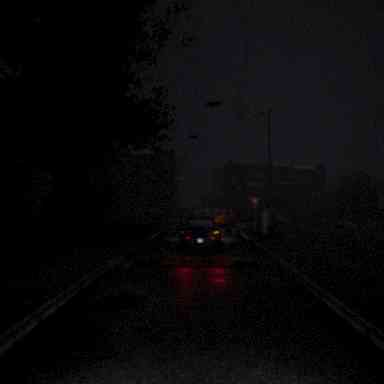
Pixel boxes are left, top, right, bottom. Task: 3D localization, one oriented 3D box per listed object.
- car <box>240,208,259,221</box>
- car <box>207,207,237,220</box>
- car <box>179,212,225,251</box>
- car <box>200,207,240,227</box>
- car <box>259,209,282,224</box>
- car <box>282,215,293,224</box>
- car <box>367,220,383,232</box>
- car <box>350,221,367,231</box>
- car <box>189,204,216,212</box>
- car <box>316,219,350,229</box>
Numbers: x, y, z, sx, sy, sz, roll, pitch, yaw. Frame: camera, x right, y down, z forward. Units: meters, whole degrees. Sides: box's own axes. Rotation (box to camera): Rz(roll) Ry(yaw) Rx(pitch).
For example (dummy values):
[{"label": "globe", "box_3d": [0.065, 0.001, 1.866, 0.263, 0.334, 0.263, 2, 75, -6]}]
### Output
[{"label": "car", "box_3d": [7.522, 3.425, 50.979, 2.185, 1.767, 4.553, 6, -4, -31]}, {"label": "car", "box_3d": [4.552, 3.170, 50.464, 2.185, 1.767, 4.553, 5, -4, -31]}, {"label": "car", "box_3d": [0.402, 1.849, 15.661, 1.812, 1.442, 4.674, 0, -2, 2]}, {"label": "car", "box_3d": [2.720, 2.410, 31.111, 1.882, 1.535, 5.008, -1, -3, 21]}, {"label": "car", "box_3d": [10.516, 3.598, 51.554, 2.435, 2.045, 5.566, 7, -4, -31]}, {"label": "car", "box_3d": [13.344, 4.141, 52.266, 1.946, 1.575, 5.366, 7, -4, -30]}, {"label": "car", "box_3d": [28.152, 5.607, 54.890, 1.946, 1.575, 5.366, 7, -4, -30]}, {"label": "car", "box_3d": [25.275, 5.355, 54.220, 2.002, 1.452, 4.674, 7, -4, -30]}, {"label": "car", "box_3d": [1.676, 2.873, 49.860, 2.435, 2.045, 5.566, 2, -3, -30]}, {"label": "car", "box_3d": [22.307, 5.061, 53.691, 2.002, 1.452, 4.674, 7, -4, -30]}]
